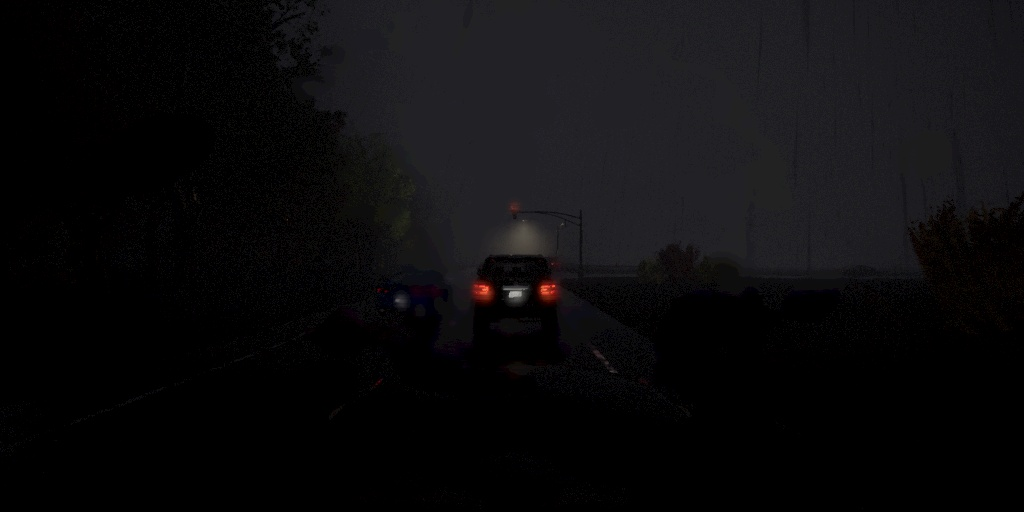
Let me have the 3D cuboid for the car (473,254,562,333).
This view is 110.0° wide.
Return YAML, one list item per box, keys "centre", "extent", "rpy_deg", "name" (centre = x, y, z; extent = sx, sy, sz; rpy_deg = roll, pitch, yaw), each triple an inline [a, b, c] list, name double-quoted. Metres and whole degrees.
- centre: [0.101, 0.974, 10.882]
  extent: [2.150, 2.045, 5.566]
  rpy_deg: [0, 0, 0]
  name: "car"

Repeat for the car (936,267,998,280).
- centre: [48.515, 1.825, 38.478]
  extent: [5.357, 1.411, 2.033]
  rpy_deg: [1, -1, 0]
  name: "car"

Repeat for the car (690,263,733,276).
- centre: [23.382, 1.555, 42.189]
  extent: [4.902, 1.511, 2.128]
  rpy_deg: [1, -1, 0]
  name: "car"

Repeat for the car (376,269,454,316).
- centre: [-3.399, 1.230, 13.379]
  extent: [1.882, 1.535, 5.008]
  rpy_deg: [0, 0, 0]
  name: "car"

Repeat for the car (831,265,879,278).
- centre: [40.230, 1.773, 42.104]
  extent: [4.674, 1.442, 1.812]
  rpy_deg: [1, -1, 0]
  name: "car"

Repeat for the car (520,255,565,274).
- centre: [3.798, 1.058, 46.029]
  extent: [5.566, 2.045, 2.150]
  rpy_deg: [3, 3, 42]
  name: "car"
